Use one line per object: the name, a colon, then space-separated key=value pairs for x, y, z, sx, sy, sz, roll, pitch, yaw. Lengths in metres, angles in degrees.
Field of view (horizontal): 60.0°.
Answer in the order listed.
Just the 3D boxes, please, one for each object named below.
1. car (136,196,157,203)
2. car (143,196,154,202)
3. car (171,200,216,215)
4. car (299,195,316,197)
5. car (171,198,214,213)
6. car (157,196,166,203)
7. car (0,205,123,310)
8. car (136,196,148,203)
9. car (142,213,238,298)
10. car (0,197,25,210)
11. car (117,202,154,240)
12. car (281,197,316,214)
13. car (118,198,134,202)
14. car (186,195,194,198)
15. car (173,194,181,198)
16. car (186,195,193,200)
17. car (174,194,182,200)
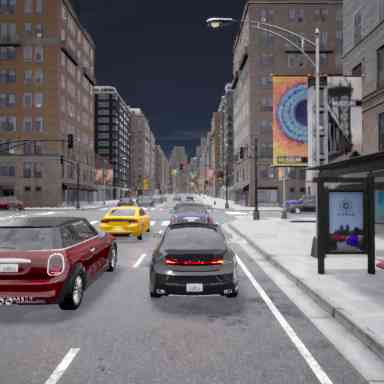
car: x=-6.949 y=1.375 z=50.370 sx=2.097 sy=1.767 sz=4.553 roll=0 pitch=0 yaw=0
car: x=-10.301 y=1.616 z=79.237 sx=1.895 sy=1.301 sz=4.718 roll=0 pitch=0 yaw=0
car: x=0.164 y=1.596 z=34.181 sx=4.181 sy=1.385 sz=1.994 roll=0 pitch=-1 yaw=33
car: x=13.405 y=1.355 z=39.084 sx=5.566 sy=2.045 sz=2.150 roll=0 pitch=-1 yaw=-1
car: x=-0.036 y=1.360 z=17.467 sx=2.097 sy=1.767 sz=4.553 roll=0 pitch=0 yaw=0
car: x=-6.986 y=1.548 z=67.978 sx=1.812 sy=1.442 sz=4.674 roll=0 pitch=0 yaw=0
car: x=-3.221 y=1.355 z=7.960 sx=2.097 sy=1.767 sz=4.553 roll=0 pitch=0 yaw=-1
car: x=-10.230 y=1.529 z=68.110 sx=1.837 sy=1.490 sz=4.892 roll=0 pitch=0 yaw=0
car: x=0.023 y=1.508 z=8.531 sx=1.837 sy=1.490 sz=4.892 roll=0 pitch=0 yaw=-1
car: x=-22.024 y=1.369 z=38.708 sx=4.553 sy=1.767 sz=2.097 roll=0 pitch=-1 yaw=-1
car: x=-3.282 y=1.485 z=17.088 sx=1.882 sy=1.535 sz=5.008 roll=0 pitch=0 yaw=-1
car: x=12.533 y=1.592 z=35.823 sx=4.892 sy=1.490 sz=1.837 roll=0 pitch=-1 yaw=-1
car: x=-10.206 y=1.585 z=51.393 sx=1.994 sy=1.385 sz=4.181 roll=0 pitch=0 yaw=0
car: x=-0.566 y=1.489 z=81.609 sx=1.882 sy=1.535 sz=5.008 roll=0 pitch=0 yaw=0
car: x=-3.819 y=1.607 z=82.034 sx=1.895 sy=1.301 sz=4.718 roll=0 pitch=0 yaw=0
car: x=-0.637 y=1.439 z=92.058 sx=1.895 sy=1.301 sz=4.718 roll=0 pitch=0 yaw=0
car: x=-3.887 y=1.369 z=92.006 sx=2.128 sy=1.511 sz=4.902 roll=0 pitch=0 yaw=0
